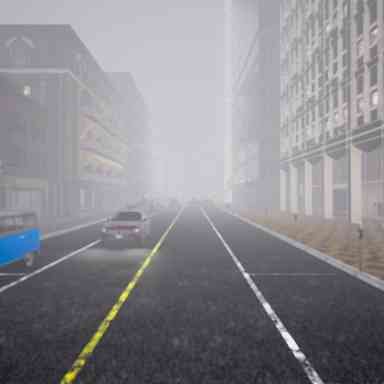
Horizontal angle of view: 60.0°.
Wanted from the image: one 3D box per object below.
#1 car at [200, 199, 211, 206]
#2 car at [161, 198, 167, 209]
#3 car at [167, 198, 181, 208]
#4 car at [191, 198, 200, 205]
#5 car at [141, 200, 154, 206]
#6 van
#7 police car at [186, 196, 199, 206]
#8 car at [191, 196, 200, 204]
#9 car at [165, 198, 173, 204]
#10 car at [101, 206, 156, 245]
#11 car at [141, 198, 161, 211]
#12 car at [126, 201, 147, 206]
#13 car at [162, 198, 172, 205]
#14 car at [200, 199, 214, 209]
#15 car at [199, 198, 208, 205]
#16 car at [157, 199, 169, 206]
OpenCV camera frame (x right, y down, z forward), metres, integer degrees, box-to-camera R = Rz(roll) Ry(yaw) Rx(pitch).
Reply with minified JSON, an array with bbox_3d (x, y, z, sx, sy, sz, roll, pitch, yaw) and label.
[{"bbox_3d":[2.692,2.055,65.506,2.008,1.369,4.403,0,0,0],"label":"car"},{"bbox_3d":[-5.688,1.855,54.211,1.967,1.590,4.097,0,0,0],"label":"car"},{"bbox_3d":[-3.055,1.793,57.569,2.097,1.767,4.553,0,0,0],"label":"car"},{"bbox_3d":[0.784,2.087,75.035,1.837,1.490,4.892,0,0,1],"label":"car"},{"bbox_3d":[-5.688,1.862,37.264,1.802,1.307,4.206,0,0,0],"label":"car"},{"bbox_3d":[-5.689,1.408,9.024,1.690,1.788,3.998,0,0,0],"label":"van"},{"bbox_3d":[0.251,1.925,65.005,1.930,1.638,5.238,0,0,-18],"label":"police car"},{"bbox_3d":[0.904,1.983,80.987,2.097,1.767,4.553,0,0,0],"label":"car"},{"bbox_3d":[-5.687,2.169,82.282,1.752,1.417,4.829,0,0,0],"label":"car"},{"bbox_3d":[-3.098,1.647,16.432,1.812,1.442,4.674,0,0,0],"label":"car"},{"bbox_3d":[-5.689,1.640,42.914,2.192,1.841,5.009,0,0,0],"label":"car"},{"bbox_3d":[-5.689,1.818,31.615,1.802,1.307,4.206,0,0,0],"label":"car"},{"bbox_3d":[-5.688,2.163,76.802,1.947,1.339,4.313,0,0,0],"label":"car"},{"bbox_3d":[2.693,1.940,54.380,1.752,1.417,4.829,0,0,0],"label":"car"},{"bbox_3d":[2.693,2.163,76.803,1.947,1.339,4.313,0,0,0],"label":"car"},{"bbox_3d":[-5.688,2.056,65.506,2.008,1.369,4.403,0,0,0],"label":"car"}]
